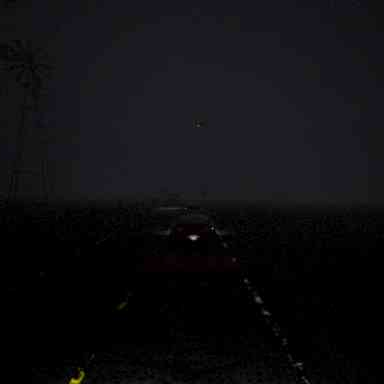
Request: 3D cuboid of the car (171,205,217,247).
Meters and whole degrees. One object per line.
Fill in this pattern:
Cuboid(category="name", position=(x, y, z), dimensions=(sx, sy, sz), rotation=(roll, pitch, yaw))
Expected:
Cuboid(category="car", position=(0.068, 1.510, 14.716), dimensions=(1.812, 1.442, 4.674), rotation=(0, 0, 0))

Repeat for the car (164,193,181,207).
Cuboid(category="car", position=(-2.831, 1.168, 49.430), dimensions=(2.150, 2.045, 5.566), rotation=(0, 0, 0))

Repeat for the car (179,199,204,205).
Cuboid(category="car", position=(0.067, 1.493, 29.958), dimensions=(1.812, 1.442, 4.674), rotation=(0, 0, 0))
